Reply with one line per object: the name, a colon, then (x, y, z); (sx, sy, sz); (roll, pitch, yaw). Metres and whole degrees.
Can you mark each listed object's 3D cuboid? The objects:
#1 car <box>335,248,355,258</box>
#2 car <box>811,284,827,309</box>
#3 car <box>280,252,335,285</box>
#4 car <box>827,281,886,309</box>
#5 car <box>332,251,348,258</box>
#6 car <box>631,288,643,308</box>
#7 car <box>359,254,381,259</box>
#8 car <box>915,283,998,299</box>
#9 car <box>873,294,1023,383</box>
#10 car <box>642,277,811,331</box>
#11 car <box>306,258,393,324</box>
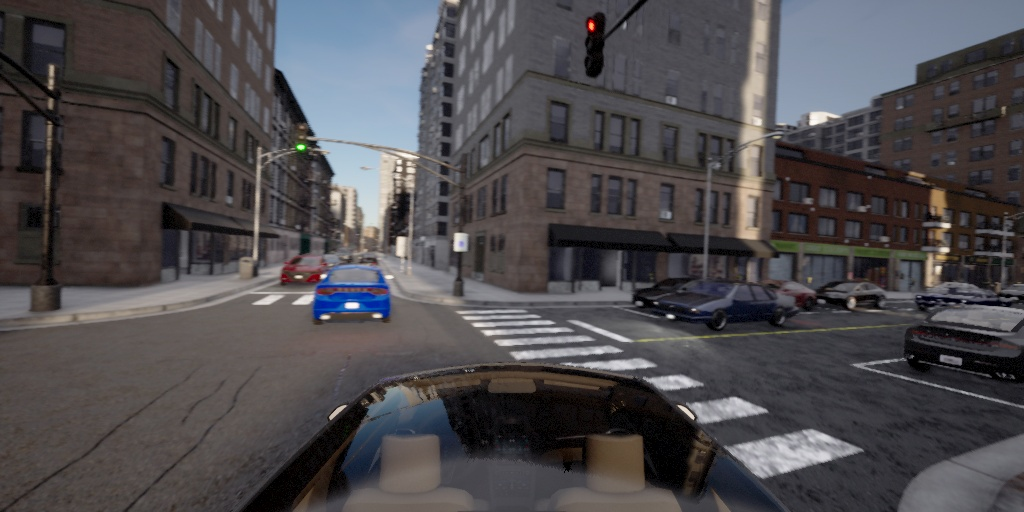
car: (-19.917, 0.059, 42.433); (2.150, 2.045, 5.566); (2, 0, -21)
car: (12.237, 1.779, 16.723); (4.207, 1.307, 1.802); (0, 0, -21)
car: (-11.315, 0.708, 19.885); (1.882, 1.535, 5.008); (2, 0, -21)
car: (17.532, 1.976, 18.774); (4.313, 1.339, 1.948); (0, 0, -21)
car: (-15.340, 0.569, 30.400); (1.812, 1.442, 4.674); (2, 0, -21)
car: (6.942, 1.549, 14.672); (4.313, 1.339, 1.948); (0, 0, -21)
car: (-15.095, 0.543, 37.948); (1.837, 1.490, 4.892); (2, 0, -21)
car: (22.594, 2.230, 17.997); (4.718, 1.301, 1.895); (2, 0, -21)
car: (9.834, 1.701, 7.189); (4.403, 1.370, 2.007); (0, 0, -21)
car: (7.275, 1.560, 12.092); (5.357, 1.411, 2.033); (2, 0, -25)
car: (-4.727, 1.000, 10.942); (1.882, 1.535, 5.008); (2, 0, -21)
